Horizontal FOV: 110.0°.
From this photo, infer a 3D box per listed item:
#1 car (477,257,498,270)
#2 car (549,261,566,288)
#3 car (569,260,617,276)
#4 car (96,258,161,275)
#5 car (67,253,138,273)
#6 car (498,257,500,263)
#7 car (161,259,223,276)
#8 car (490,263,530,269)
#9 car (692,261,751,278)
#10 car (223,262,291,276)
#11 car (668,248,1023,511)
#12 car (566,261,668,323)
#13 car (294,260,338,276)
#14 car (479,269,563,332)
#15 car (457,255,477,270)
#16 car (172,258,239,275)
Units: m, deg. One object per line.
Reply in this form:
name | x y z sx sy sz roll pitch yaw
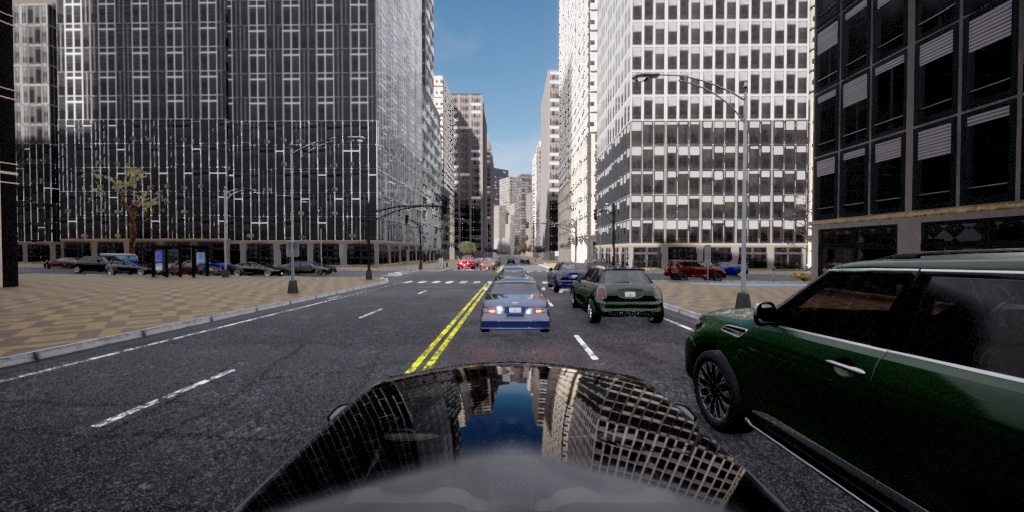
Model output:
car | -3.433 1.066 51.209 2.097 1.767 4.553 0 0 -1
car | 3.303 1.091 21.082 2.097 1.767 4.553 0 0 0
car | 8.625 1.288 38.266 4.892 1.490 1.837 1 2 12
car | -34.170 1.068 32.477 4.313 1.339 1.948 0 0 1
car | -39.881 0.759 35.219 4.553 1.767 2.097 1 1 1
car | -3.472 1.229 60.053 1.812 1.442 4.674 0 0 0
car | -28.489 1.136 32.318 4.207 1.307 1.802 0 0 1
car | 0.054 1.304 20.014 1.994 1.385 4.181 0 0 0
car | 21.818 1.386 37.460 5.008 1.535 1.882 1 1 1
car | -22.805 1.172 32.198 4.313 1.339 1.948 0 0 1
car | 3.345 0.971 2.371 2.150 2.045 5.566 0 0 0
car | 3.325 1.097 12.217 2.097 1.767 4.553 0 0 0
car | -19.990 1.135 34.855 5.357 1.411 2.033 1 1 1
car | 0.080 1.293 10.771 2.033 1.411 5.357 0 0 0
car | -6.714 0.933 53.353 2.150 2.045 5.566 0 0 0
car | -29.850 0.976 35.033 5.008 1.535 1.882 1 1 1
